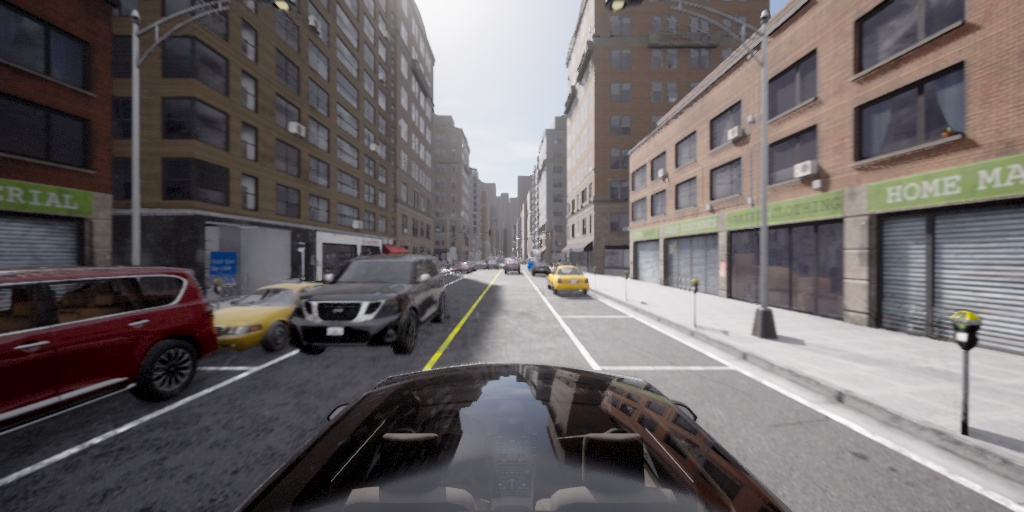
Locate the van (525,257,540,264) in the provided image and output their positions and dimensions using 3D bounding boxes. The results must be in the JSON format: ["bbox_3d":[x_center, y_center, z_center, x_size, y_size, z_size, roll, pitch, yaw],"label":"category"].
[{"bbox_3d":[2.859,1.084,47.278,1.690,1.789,3.998,0,0,0],"label":"van"}]

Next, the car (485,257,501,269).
[{"bbox_3d":[-2.997,1.280,54.873,1.812,1.442,4.674,0,0,0],"label":"car"}]

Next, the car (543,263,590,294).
[{"bbox_3d":[3.001,1.201,20.015,1.801,1.575,5.366,0,0,0],"label":"car"}]

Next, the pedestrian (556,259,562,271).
[{"bbox_3d":[2.999,1.060,23.006,0.375,1.860,0.375,0,0,-10],"label":"pedestrian"}]

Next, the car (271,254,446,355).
[{"bbox_3d":[-3.100,0.970,9.053,2.150,2.045,5.566,0,0,0],"label":"car"}]

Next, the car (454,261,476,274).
[{"bbox_3d":[-5.666,1.326,41.818,1.802,1.307,4.207,0,0,0],"label":"car"}]

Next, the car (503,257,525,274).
[{"bbox_3d":[0.073,1.236,41.683,2.128,1.511,4.902,0,0,0],"label":"car"}]

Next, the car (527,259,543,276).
[{"bbox_3d":[2.859,1.310,36.381,1.948,1.339,4.313,0,0,0],"label":"car"}]

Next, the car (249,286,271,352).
[{"bbox_3d":[-5.667,1.273,8.942,1.751,1.417,4.829,0,0,0],"label":"car"}]

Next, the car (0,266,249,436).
[{"bbox_3d":[-5.668,1.064,3.661,2.192,1.841,5.009,0,0,0],"label":"car"}]
